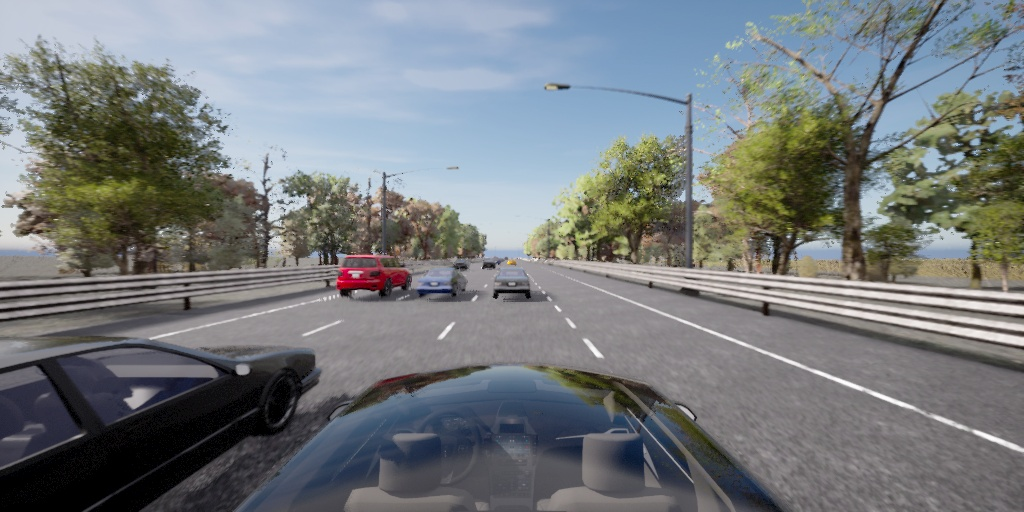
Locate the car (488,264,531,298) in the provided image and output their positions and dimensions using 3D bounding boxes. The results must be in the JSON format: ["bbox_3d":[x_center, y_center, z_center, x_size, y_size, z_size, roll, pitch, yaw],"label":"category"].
[{"bbox_3d":[-0.005,1.305,18.548,2.033,1.411,5.357,0,0,0],"label":"car"}]

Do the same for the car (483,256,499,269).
[{"bbox_3d":[-3.509,1.256,56.356,1.882,1.535,5.008,0,0,0],"label":"car"}]

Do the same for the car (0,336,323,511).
[{"bbox_3d":[-3.500,1.298,2.411,2.033,1.411,5.357,0,0,0],"label":"car"}]

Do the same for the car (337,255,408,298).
[{"bbox_3d":[-7.003,0.979,18.748,2.150,2.045,5.566,0,0,0],"label":"car"}]

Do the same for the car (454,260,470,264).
[{"bbox_3d":[-7.009,1.281,50.359,1.837,1.490,4.892,0,0,0],"label":"car"}]

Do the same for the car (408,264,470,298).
[{"bbox_3d":[-3.503,1.305,18.609,2.033,1.411,5.357,0,0,0],"label":"car"}]
